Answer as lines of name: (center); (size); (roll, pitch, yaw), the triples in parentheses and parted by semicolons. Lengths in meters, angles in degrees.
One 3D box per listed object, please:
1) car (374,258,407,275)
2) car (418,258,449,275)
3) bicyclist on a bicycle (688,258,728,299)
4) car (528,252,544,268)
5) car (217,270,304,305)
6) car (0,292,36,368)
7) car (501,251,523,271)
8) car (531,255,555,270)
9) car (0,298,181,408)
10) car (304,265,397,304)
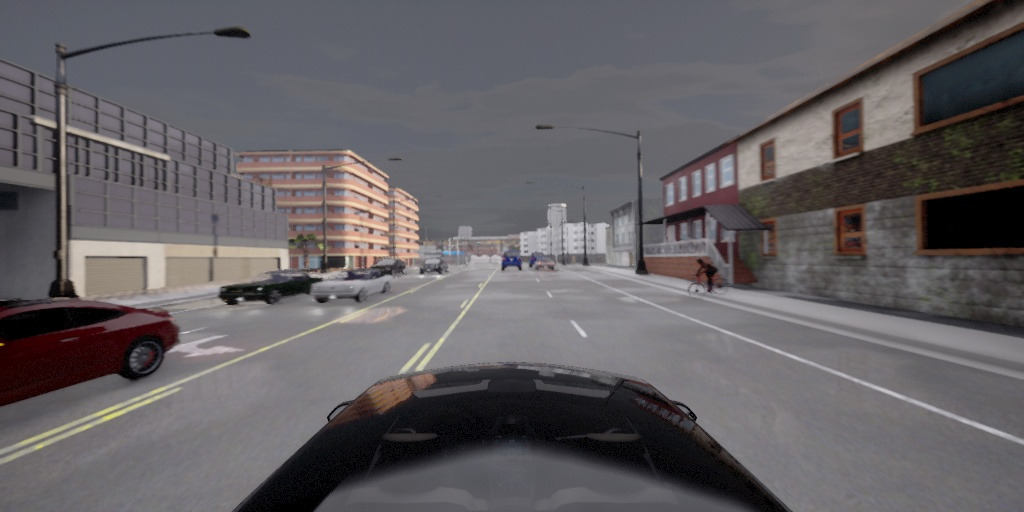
car: (-10.607, 0.940, 30.920); (1.882, 1.535, 5.008); (-1, 1, 0)
car: (-7.097, 0.915, 32.860); (1.812, 1.442, 4.674); (-1, 0, 0)
bicyclist on a bicycle: (7.855, 0.872, 14.501); (1.656, 1.620, 0.582); (-10, 1, 0)
car: (3.464, 0.535, 49.527); (2.150, 2.045, 5.566); (-1, -1, 0)
car: (-10.615, 1.345, 16.212); (1.895, 1.301, 4.718); (-1, 1, 0)
car: (-10.614, 1.453, 5.145); (1.994, 1.385, 4.181); (-1, 1, 0)
car: (-0.036, 0.487, 38.744); (2.150, 2.045, 5.566); (-1, 0, 0)
car: (3.469, 0.816, 39.165); (1.895, 1.301, 4.718); (-1, 0, 0)
car: (-7.112, 1.368, 4.805); (1.812, 1.442, 4.674); (-1, 1, 0)
car: (-7.115, 1.291, 16.438); (1.895, 1.301, 4.718); (-1, 1, 0)
